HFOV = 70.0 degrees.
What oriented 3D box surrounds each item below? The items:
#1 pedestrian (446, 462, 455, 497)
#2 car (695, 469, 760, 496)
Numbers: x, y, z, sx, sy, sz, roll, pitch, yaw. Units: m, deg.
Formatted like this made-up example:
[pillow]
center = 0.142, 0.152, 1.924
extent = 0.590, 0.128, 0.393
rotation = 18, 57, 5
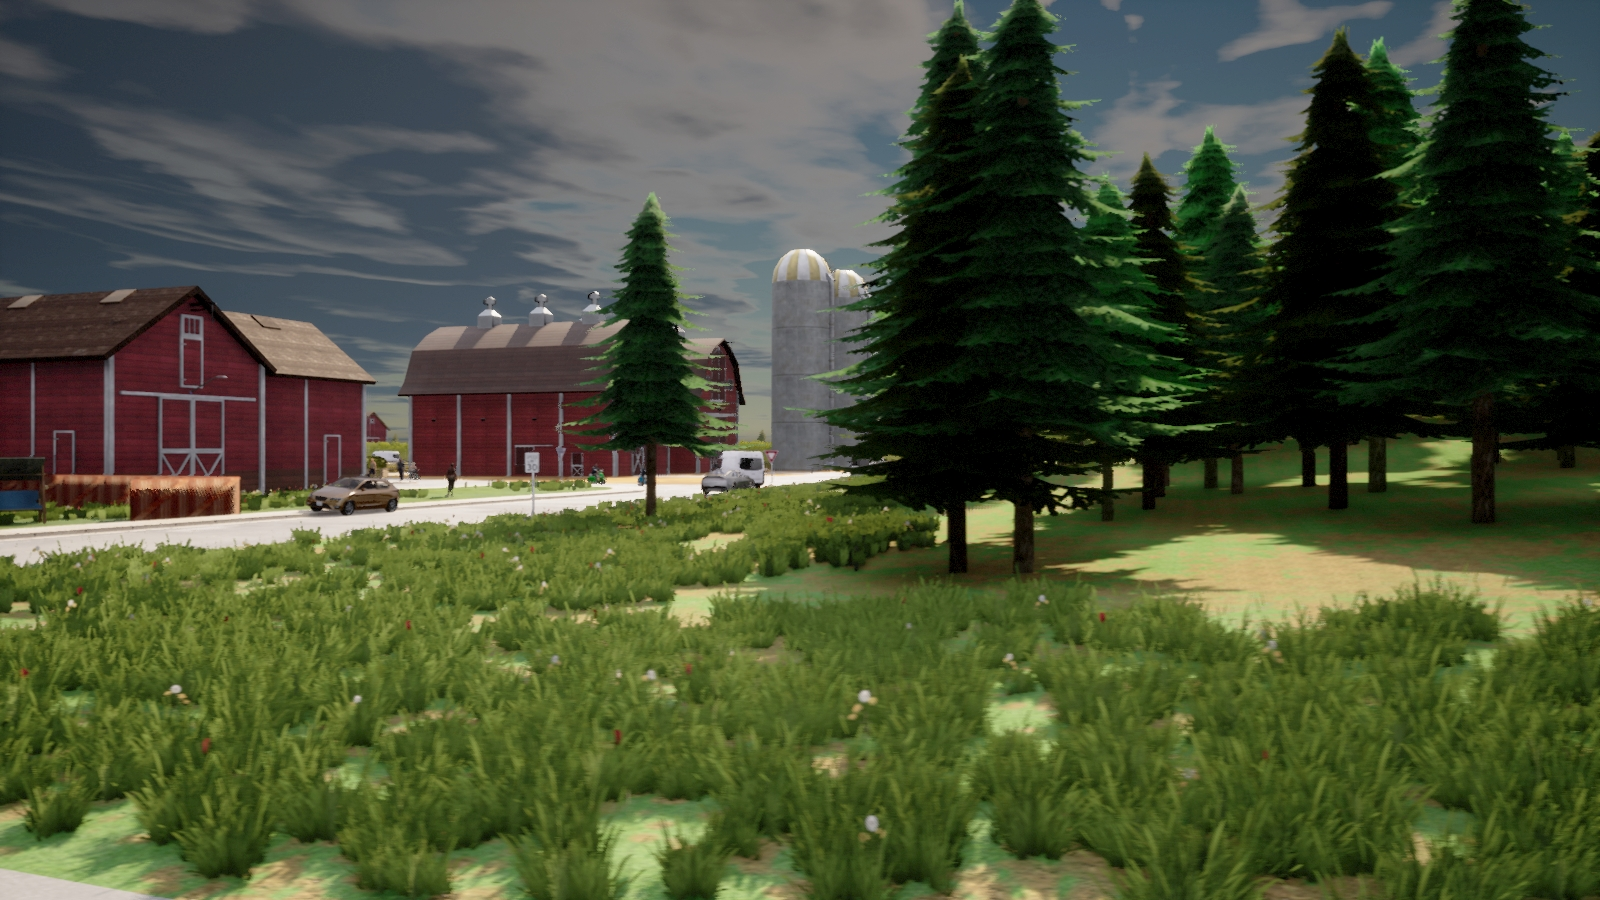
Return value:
[pedestrian]
center = -18.230, 1.538, 59.585
extent = 0.375, 1.860, 0.375
rotation = 0, 0, 4
[car]
center = -4.260, 1.903, 68.083
extent = 2.128, 1.511, 4.902
rotation = 0, 0, 19
